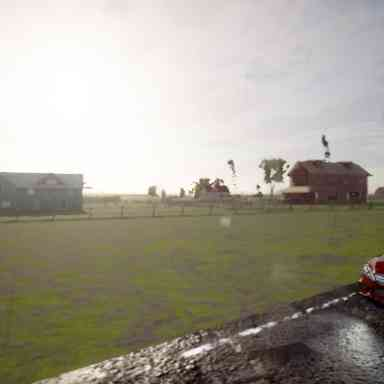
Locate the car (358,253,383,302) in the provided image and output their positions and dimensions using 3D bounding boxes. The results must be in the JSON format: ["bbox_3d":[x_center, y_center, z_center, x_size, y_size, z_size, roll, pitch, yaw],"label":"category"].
[{"bbox_3d":[5.417,1.499,7.063,4.674,1.442,1.812,0,1,-37],"label":"car"}]
